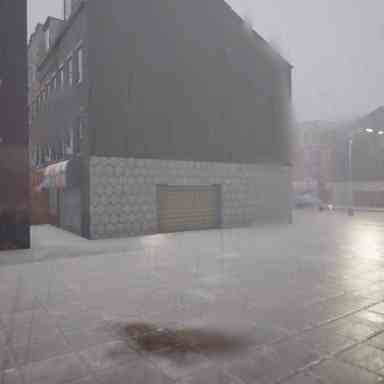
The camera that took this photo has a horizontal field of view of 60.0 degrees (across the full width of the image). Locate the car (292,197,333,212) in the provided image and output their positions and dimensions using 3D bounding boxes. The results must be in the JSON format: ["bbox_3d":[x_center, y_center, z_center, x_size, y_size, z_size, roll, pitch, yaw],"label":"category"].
[{"bbox_3d":[12.366,1.291,35.062,2.128,1.511,4.902,-1,1,-35],"label":"car"}]
